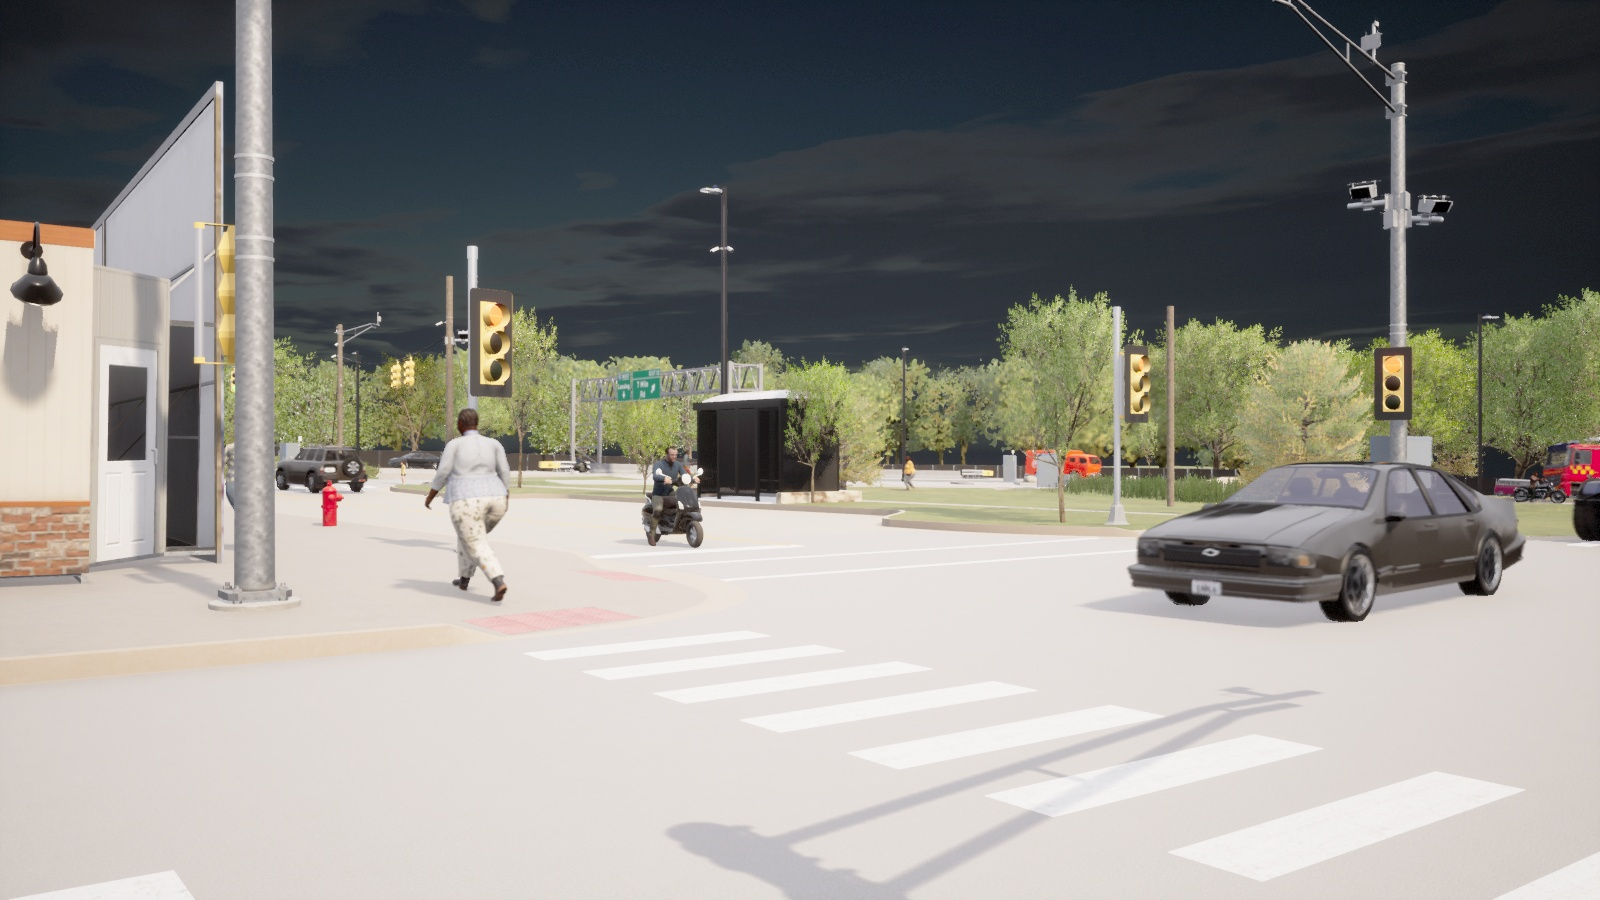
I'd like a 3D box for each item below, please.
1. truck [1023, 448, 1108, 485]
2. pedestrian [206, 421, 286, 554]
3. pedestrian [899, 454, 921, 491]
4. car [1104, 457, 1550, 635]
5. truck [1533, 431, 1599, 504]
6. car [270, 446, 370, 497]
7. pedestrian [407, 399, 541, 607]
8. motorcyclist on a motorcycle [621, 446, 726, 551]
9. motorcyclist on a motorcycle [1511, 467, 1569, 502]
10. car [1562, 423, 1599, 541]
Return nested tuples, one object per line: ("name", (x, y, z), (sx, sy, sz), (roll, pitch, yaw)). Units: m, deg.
("truck", (18.707, 1.171, 88.614), (5.204, 2.467, 2.627), (0, -2, 45))
("pedestrian", (-8.060, 0.526, 18.260), (0.874, 1.855, 0.900), (0, 0, -36))
("pedestrian", (5.591, 1.129, 63.866), (0.900, 1.855, 0.874), (0, 0, -14))
("car", (5.527, 0.794, 12.738), (5.357, 1.411, 2.033), (0, 0, -41))
("truck", (46.694, 1.113, 71.093), (8.468, 3.827, 2.891), (2, -4, 6))
("car", (-18.741, 0.777, 48.922), (1.932, 1.855, 4.605), (0, 1, -45))
("pedestrian", (-3.069, 0.471, 11.837), (0.900, 1.855, 0.874), (0, 0, 44))
("motorcyclist on a motorcycle", (-2.040, 0.744, 20.081), (0.866, 1.590, 1.817), (0, 0, -36))
("motorcyclist on a motorcycle", (36.430, 1.689, 61.827), (0.766, 1.649, 2.350), (0, 0, -42))
("car", (14.561, 0.508, 20.610), (3.866, 1.878, 1.905), (0, 0, -31))
